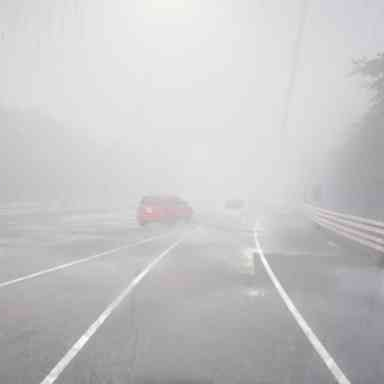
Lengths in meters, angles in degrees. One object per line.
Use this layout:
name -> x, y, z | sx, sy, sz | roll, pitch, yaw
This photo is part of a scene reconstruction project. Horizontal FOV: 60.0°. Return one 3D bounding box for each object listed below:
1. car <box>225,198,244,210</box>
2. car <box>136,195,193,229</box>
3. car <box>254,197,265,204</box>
car -> 5.880, 1.556, 45.287 | 1.882, 1.535, 5.008 | 0, 0, 18
car -> -1.686, 1.229, 22.252 | 2.150, 2.045, 5.566 | 0, 0, 18
car -> 14.416, 1.763, 71.057 | 1.812, 1.442, 4.674 | 0, -1, 18
